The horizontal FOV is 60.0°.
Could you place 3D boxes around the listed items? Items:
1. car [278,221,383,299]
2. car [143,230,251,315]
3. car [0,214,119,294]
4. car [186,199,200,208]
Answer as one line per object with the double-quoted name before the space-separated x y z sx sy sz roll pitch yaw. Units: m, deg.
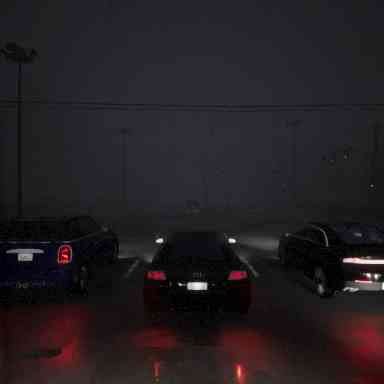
"car" 3.595 1.491 8.447 2.128 1.511 4.902 0 0 0
"car" 0.092 1.563 7.636 1.994 1.385 4.181 0 0 0
"car" -3.406 1.351 8.929 2.097 1.767 4.553 0 0 0
"car" 0.078 1.596 46.410 1.895 1.301 4.718 0 0 0
